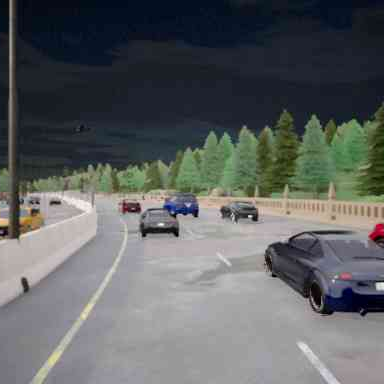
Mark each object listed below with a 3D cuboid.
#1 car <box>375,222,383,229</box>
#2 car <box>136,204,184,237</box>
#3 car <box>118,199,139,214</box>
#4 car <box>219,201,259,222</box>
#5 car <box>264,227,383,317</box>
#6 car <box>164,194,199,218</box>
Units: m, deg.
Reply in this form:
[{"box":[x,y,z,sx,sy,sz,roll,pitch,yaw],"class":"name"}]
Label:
[{"box":[6.622,1.195,7.834,2.150,2.045,5.566,0,0,-4],"class":"car"},{"box":[-1.901,1.572,18.354,1.994,1.385,4.181,0,0,-11],"class":"car"},{"box":[-6.690,1.506,35.353,1.882,1.535,5.008,0,0,-20],"class":"car"},{"box":[3.558,1.492,25.975,1.837,1.490,4.892,0,0,-14],"class":"car"},{"box":[3.095,1.552,7.574,1.994,1.385,4.181,0,0,-4],"class":"car"},{"box":[-1.062,1.227,29.682,2.150,2.045,5.566,0,0,-17],"class":"car"}]
